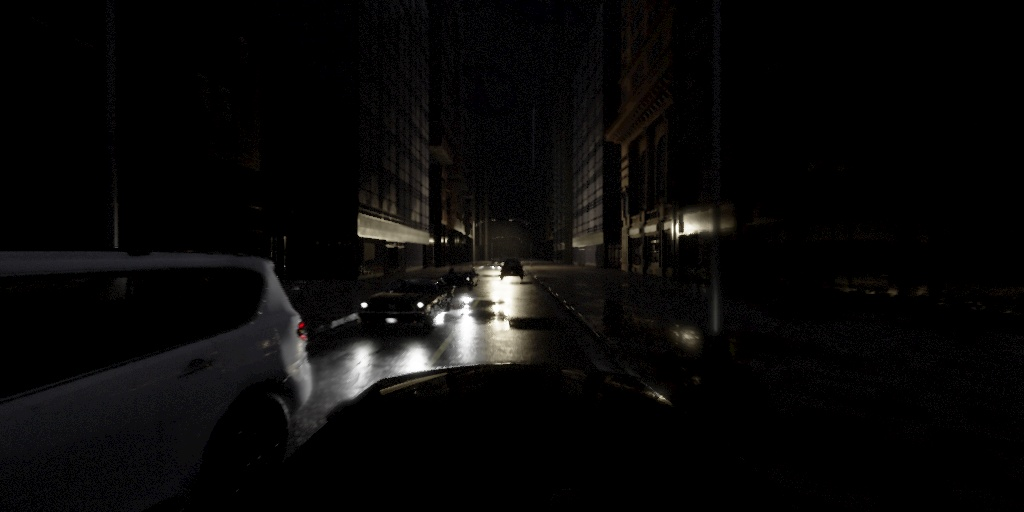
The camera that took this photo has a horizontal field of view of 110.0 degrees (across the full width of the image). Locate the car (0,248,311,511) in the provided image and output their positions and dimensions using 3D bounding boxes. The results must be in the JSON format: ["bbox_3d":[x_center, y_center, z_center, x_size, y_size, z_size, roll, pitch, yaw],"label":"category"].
[{"bbox_3d":[-3.087,0.972,1.322,2.150,2.045,5.566,0,0,0],"label":"car"}]

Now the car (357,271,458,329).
[{"bbox_3d":[-3.094,1.336,11.392,1.895,1.301,4.718,0,0,0],"label":"car"}]

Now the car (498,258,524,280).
[{"bbox_3d":[-0.003,1.189,31.089,1.882,1.535,5.008,0,0,0],"label":"car"}]

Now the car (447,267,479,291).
[{"bbox_3d":[-3.097,1.323,21.544,1.895,1.301,4.718,0,0,0],"label":"car"}]
